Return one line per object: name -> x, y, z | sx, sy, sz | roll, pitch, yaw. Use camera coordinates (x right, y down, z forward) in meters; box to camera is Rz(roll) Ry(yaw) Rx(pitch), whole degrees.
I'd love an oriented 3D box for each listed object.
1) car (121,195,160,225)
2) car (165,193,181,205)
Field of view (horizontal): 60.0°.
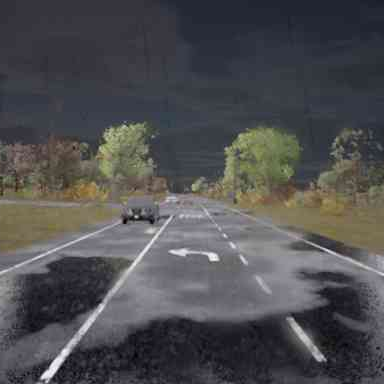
car -> -3.583, 1.243, 24.199 | 2.150, 2.045, 5.566 | 0, 0, 0
car -> -3.734, 1.241, 61.577 | 2.150, 2.045, 5.566 | 0, 0, 0
